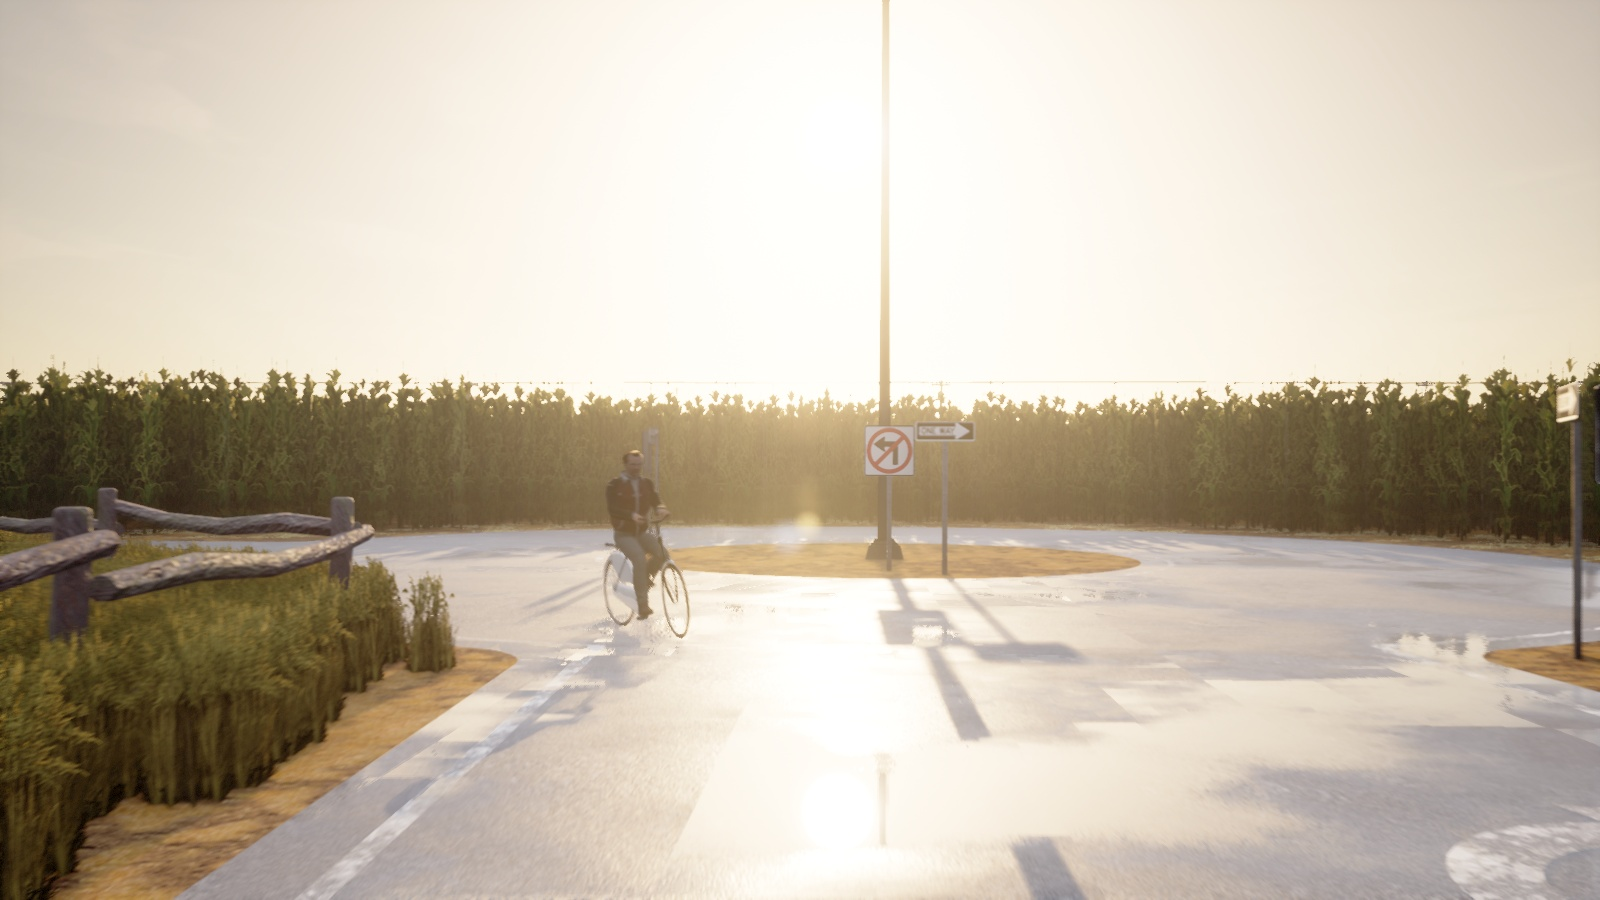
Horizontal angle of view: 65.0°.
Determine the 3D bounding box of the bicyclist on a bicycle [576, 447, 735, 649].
[{"bbox_3d":[-1.428,0.893,12.123,0.659,1.776,1.843,-3,0,-35],"label":"bicyclist on a bicycle"}]
